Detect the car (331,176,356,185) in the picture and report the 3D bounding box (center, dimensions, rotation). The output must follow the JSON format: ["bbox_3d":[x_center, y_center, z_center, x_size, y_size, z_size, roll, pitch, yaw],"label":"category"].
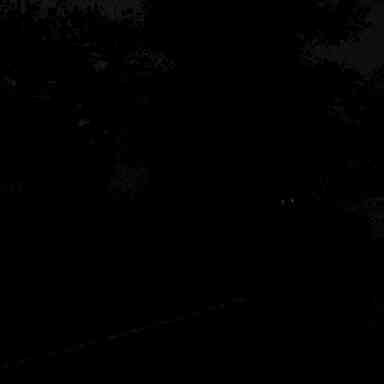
[{"bbox_3d":[30.169,-2.449,66.630,4.553,1.767,2.097,-3,2,-5],"label":"car"}]

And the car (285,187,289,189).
[{"bbox_3d":[15.954,-1.058,59.111,2.128,1.511,4.902,-2,4,42],"label":"car"}]
